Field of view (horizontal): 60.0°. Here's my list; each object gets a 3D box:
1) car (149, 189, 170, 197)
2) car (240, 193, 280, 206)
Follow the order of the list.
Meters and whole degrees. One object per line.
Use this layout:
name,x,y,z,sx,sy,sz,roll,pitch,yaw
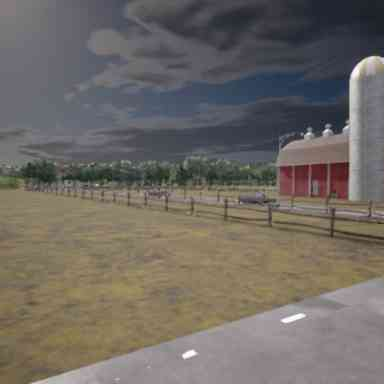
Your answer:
car,-5.643,0.102,58.346,2.033,1.411,5.357,0,2,-35
car,7.779,0.824,39.300,2.033,1.411,5.357,0,2,-35
